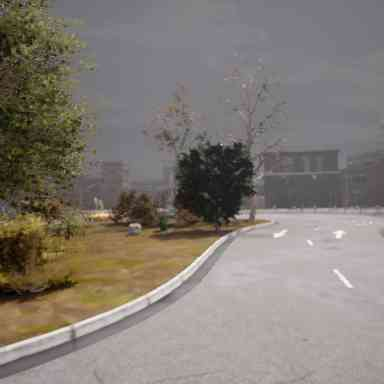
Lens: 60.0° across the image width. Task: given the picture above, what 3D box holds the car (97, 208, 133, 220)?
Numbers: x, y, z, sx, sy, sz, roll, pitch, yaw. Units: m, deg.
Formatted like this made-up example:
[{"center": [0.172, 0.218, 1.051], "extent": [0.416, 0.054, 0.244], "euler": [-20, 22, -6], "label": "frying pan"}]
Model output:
[{"center": [-10.894, 3.108, 47.107], "extent": [4.674, 1.442, 1.812], "euler": [-3, -2, 15], "label": "car"}]

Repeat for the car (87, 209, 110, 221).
[{"center": [-10.439, 2.883, 41.558], "extent": [1.946, 1.575, 5.366], "euler": [-3, -2, 15], "label": "car"}]

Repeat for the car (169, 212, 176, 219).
[{"center": [-2.171, 2.497, 39.573], "extent": [2.231, 1.521, 4.892], "euler": [-2, -1, 15], "label": "car"}]

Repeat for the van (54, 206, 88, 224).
[{"center": [-15.637, 2.954, 43.255], "extent": [1.878, 1.987, 4.442], "euler": [-3, -2, 15], "label": "van"}]

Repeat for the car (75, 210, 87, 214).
[{"center": [-13.008, 3.021, 42.240], "extent": [1.946, 1.575, 5.366], "euler": [-3, -2, 15], "label": "car"}]
